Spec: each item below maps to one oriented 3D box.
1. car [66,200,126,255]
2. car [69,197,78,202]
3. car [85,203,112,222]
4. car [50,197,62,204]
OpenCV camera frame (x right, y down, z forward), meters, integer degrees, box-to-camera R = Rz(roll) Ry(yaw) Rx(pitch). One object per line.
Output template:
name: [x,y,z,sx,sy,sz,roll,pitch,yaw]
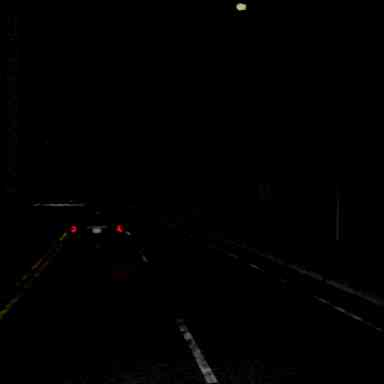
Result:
car: [-3.911,1.404,13.851,2.097,1.767,4.553,1,-1,-15]
car: [-23.868,1.704,67.163,1.812,1.442,4.674,1,0,-18]
car: [-8.045,1.671,28.543,1.994,1.385,4.181,1,0,-16]
car: [-26.959,1.687,66.157,1.994,1.385,4.181,1,0,-18]
